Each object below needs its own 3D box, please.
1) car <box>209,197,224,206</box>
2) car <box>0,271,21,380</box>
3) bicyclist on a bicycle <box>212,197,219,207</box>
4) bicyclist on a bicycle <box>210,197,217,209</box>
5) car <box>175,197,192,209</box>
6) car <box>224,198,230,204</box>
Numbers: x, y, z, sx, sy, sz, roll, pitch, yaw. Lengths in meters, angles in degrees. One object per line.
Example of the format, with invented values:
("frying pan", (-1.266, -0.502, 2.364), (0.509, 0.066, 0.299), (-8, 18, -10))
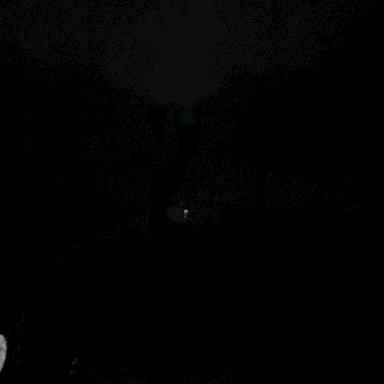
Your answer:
("car", (4.357, 1.746, 61.614), (1.837, 1.490, 4.892), (2, 0, 11))
("car", (-3.070, 1.422, 2.281), (1.837, 1.490, 4.892), (2, 0, 0))
("bicyclist on a bicycle", (3.758, 1.600, 52.989), (0.866, 1.612, 1.509), (2, 0, 8))
("bicyclist on a bicycle", (2.649, 1.554, 44.750), (0.582, 1.620, 1.656), (2, 0, 6))
("car", (-1.128, 1.466, 45.931), (2.128, 1.511, 4.902), (2, 0, 7))
("car", (7.356, 2.035, 75.648), (2.033, 1.411, 5.357), (2, -1, 15))
